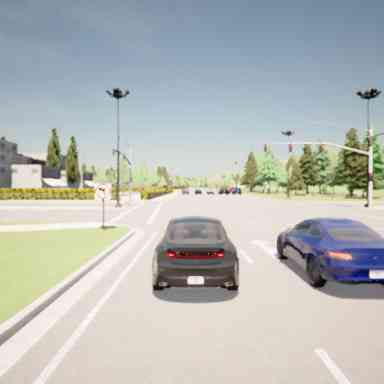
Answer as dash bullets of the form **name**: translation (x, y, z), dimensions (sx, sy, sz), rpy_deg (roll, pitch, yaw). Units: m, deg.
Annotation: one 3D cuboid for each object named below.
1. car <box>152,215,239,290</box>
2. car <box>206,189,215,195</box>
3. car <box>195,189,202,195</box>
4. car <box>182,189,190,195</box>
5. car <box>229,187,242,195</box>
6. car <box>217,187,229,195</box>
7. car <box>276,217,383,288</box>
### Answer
- **car**: translation (0.080, 1.366, 8.635), dimensions (1.837, 1.490, 4.892), rpy_deg (0, 1, 0)
- **car**: translation (5.250, 0.131, 92.287), dimensions (1.895, 1.301, 4.718), rpy_deg (0, 1, 0)
- **car**: translation (1.748, 0.020, 91.851), dimensions (1.882, 1.535, 5.008), rpy_deg (0, 1, 0)
- **car**: translation (-1.753, 0.073, 91.448), dimensions (2.128, 1.511, 4.902), rpy_deg (0, 1, 0)
- **car**: translation (12.245, -0.222, 91.005), dimensions (2.150, 2.045, 5.566), rpy_deg (0, 1, 0)
- **car**: translation (8.747, -0.228, 91.435), dimensions (2.150, 2.045, 5.566), rpy_deg (0, 1, 0)
- **car**: translation (3.585, 1.386, 8.723), dimensions (1.812, 1.442, 4.674), rpy_deg (0, 1, 0)
